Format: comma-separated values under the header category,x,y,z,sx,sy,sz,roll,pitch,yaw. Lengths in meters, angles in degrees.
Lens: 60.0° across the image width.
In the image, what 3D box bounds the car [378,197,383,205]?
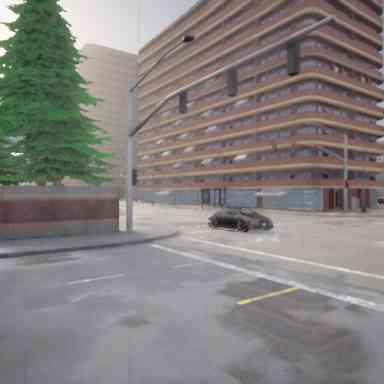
category,x,y,z,sx,sy,sz,roll,pitch,yaw
car,32.578,1.472,54.525,2.128,1.511,4.902,0,0,-1

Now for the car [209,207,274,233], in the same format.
category,x,y,z,sx,sy,sz,roll,pitch,yaw
car,2.853,1.614,20.039,1.994,1.385,4.181,0,0,-35
